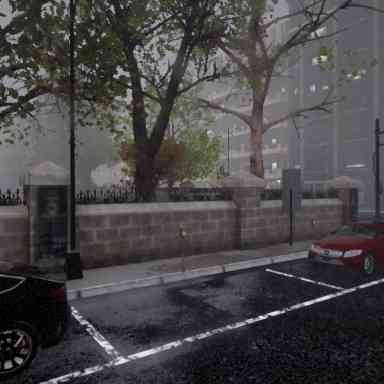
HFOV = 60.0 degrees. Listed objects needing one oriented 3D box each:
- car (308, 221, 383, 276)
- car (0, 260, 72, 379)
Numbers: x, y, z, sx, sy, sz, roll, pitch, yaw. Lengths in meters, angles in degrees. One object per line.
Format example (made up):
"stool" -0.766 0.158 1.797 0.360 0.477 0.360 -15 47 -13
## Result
"car" 5.384 1.581 10.286 4.206 1.307 1.802 0 0 -35
"car" -3.696 1.566 3.955 4.313 1.339 1.947 0 0 -35
